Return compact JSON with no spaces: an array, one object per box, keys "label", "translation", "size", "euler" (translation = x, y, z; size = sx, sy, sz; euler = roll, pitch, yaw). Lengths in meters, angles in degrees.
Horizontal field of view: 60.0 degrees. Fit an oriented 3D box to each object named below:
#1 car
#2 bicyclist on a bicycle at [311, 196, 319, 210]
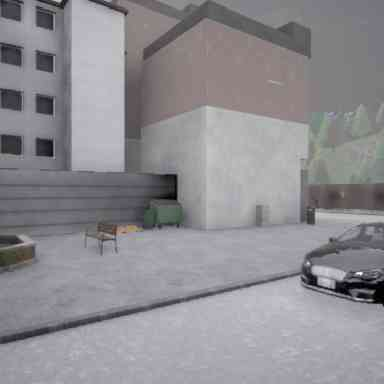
[{"label":"car","translation":[4.601,1.491,7.854],"size":[4.902,1.511,2.128],"euler":[0,0,-35]},{"label":"bicyclist on a bicycle","translation":[14.708,1.347,39.802],"size":[1.656,1.620,0.582],"euler":[0,0,-36]}]
